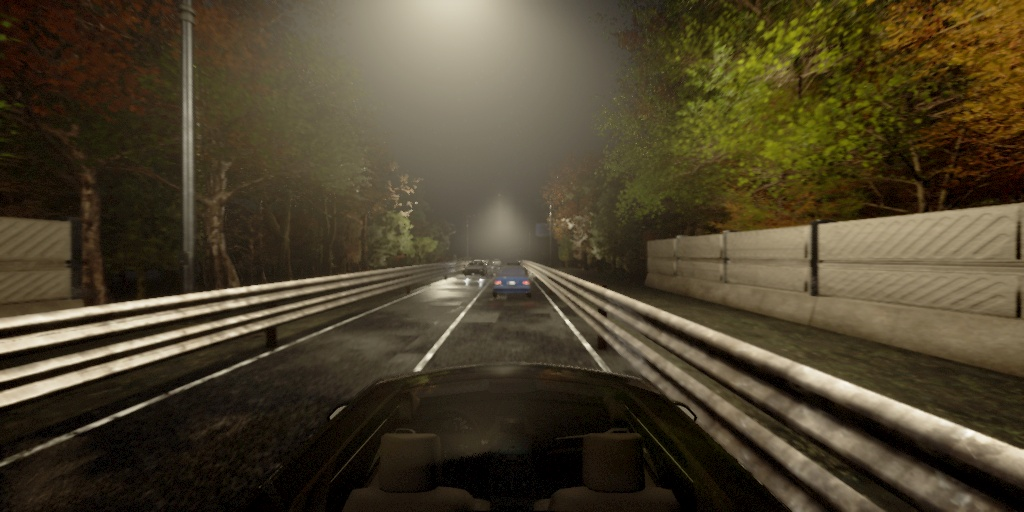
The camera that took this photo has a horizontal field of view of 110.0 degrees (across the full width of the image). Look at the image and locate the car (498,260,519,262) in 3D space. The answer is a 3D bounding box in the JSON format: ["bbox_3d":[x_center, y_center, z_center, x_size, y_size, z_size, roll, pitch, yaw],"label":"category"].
[{"bbox_3d":[0.075,1.172,33.447,2.033,1.411,5.357,0,0,0],"label":"car"}]

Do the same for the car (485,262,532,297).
[{"bbox_3d":[0.015,1.182,17.884,2.033,1.411,5.357,0,0,1],"label":"car"}]

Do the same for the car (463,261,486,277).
[{"bbox_3d":[-3.325,1.172,33.478,2.033,1.411,5.357,0,0,0],"label":"car"}]
